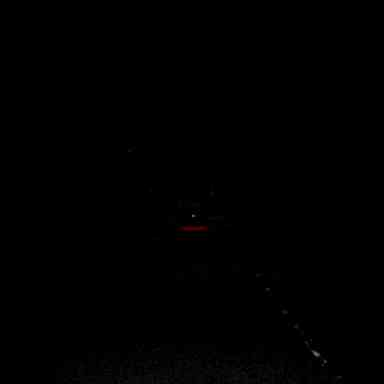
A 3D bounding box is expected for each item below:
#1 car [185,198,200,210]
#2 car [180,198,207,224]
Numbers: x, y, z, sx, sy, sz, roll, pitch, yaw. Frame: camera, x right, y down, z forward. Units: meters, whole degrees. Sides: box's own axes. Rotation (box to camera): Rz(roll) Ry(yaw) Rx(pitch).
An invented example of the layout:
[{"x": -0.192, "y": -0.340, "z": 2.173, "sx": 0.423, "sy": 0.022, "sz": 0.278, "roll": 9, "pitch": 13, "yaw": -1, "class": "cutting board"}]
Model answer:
[{"x": 0.093, "y": 1.500, "z": 42.858, "sx": 1.837, "sy": 1.490, "sz": 4.892, "roll": 0, "pitch": 0, "yaw": 0, "class": "car"}, {"x": 0.096, "y": 1.476, "z": 25.144, "sx": 1.882, "sy": 1.535, "sz": 5.008, "roll": 0, "pitch": 0, "yaw": 0, "class": "car"}]
